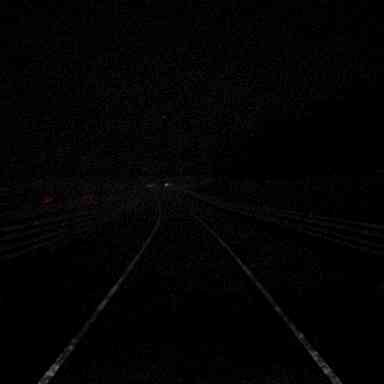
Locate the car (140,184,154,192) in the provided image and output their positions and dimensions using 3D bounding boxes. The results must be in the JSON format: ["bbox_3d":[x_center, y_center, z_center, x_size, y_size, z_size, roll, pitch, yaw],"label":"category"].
[{"bbox_3d":[-12.668,-0.801,90.376,1.994,1.385,4.181,0,3,10],"label":"car"}]

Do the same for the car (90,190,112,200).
[{"bbox_3d":[-17.381,0.695,64.851,1.895,1.301,4.718,0,3,10],"label":"car"}]

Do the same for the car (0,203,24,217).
[{"bbox_3d":[-22.074,2.120,39.436,1.837,1.490,4.892,0,3,10],"label":"car"}]

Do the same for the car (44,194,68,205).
[{"bbox_3d":[-22.641,1.146,55.640,1.882,1.535,5.008,0,3,10],"label":"car"}]

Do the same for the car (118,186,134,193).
[{"bbox_3d":[-16.834,-0.643,87.085,1.837,1.490,4.892,0,3,10],"label":"car"}]

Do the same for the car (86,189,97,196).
[{"bbox_3d":[-22.453,0.051,75.934,1.812,1.442,4.674,0,3,10],"label":"car"}]

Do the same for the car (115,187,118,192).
[{"bbox_3d":[-19.551,-0.844,91.645,1.994,1.385,4.181,0,3,10],"label":"car"}]
